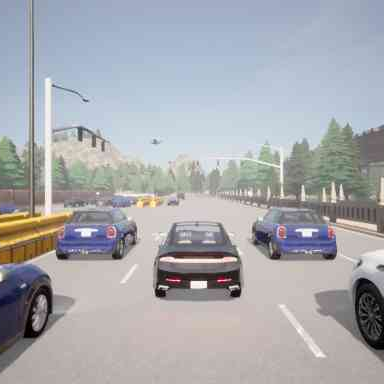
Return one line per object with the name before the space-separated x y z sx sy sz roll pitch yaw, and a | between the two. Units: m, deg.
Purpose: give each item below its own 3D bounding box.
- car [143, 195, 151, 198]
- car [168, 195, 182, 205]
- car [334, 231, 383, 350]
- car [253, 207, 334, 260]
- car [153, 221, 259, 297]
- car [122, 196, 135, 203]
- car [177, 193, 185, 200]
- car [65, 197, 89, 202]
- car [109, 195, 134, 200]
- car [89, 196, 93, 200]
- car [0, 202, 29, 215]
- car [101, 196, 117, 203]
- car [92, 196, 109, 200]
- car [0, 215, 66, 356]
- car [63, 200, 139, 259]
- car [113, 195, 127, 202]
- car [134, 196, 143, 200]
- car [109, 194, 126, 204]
car | -10.241 1.491 67.696 2.128 1.511 4.902 0 0 0
car | -3.157 1.601 57.879 1.895 1.301 4.718 0 0 0
car | 3.615 1.221 3.068 2.150 2.045 5.566 0 0 0
car | 3.647 1.352 12.653 2.097 1.767 4.553 0 0 0
car | 0.132 1.492 8.540 2.128 1.511 4.902 0 0 0
car | -13.715 1.553 72.146 1.994 1.385 4.181 0 0 0
car | -3.134 1.225 92.572 2.150 2.045 5.566 0 0 0
car | -17.411 1.505 49.395 1.837 1.490 4.892 0 0 1
car | -10.393 1.478 49.267 1.882 1.535 5.008 0 0 0
car | -17.337 1.505 58.809 1.837 1.490 4.892 0 0 1
car | -17.031 1.564 30.334 4.181 1.385 1.994 0 0 -15
car | -17.227 1.525 69.235 2.128 1.511 4.902 0 0 0
car | -13.864 1.526 52.983 1.812 1.442 4.674 0 0 1
car | -3.383 1.352 3.759 2.097 1.767 4.553 0 0 0
car | -3.401 1.352 12.675 2.097 1.767 4.553 0 0 -1
car | -17.185 1.540 79.726 2.033 1.411 5.357 0 0 0
car | -10.348 1.526 58.334 1.812 1.442 4.674 0 0 1
car | -13.807 1.352 62.126 2.097 1.767 4.553 0 0 1
